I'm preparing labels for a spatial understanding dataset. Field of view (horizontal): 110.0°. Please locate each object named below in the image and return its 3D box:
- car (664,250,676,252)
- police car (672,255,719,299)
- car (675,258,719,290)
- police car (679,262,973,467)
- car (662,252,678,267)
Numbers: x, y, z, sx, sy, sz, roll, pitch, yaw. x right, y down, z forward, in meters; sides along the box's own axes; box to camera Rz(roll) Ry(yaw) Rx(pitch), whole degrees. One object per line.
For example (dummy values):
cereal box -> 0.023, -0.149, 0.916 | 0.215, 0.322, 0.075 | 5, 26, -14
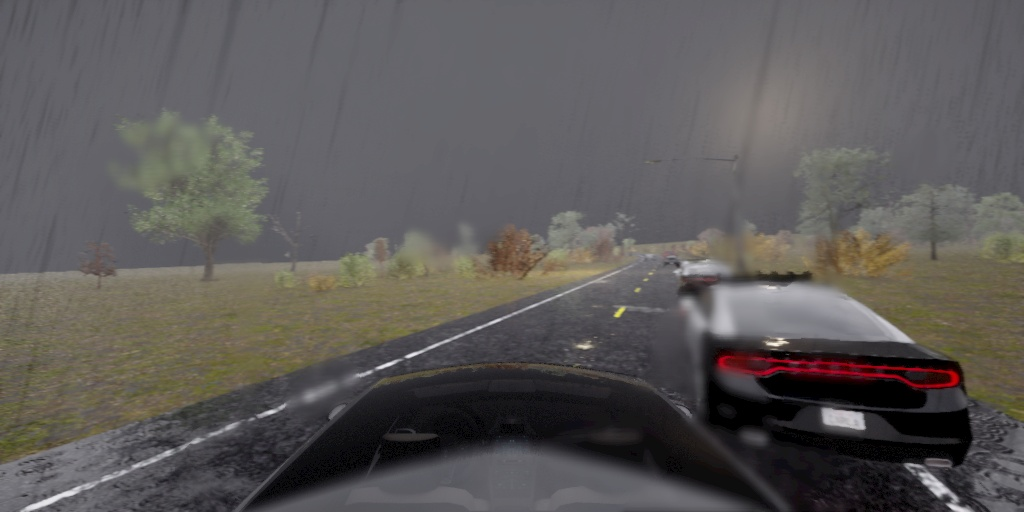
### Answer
car -> 25.666, 0.082, 58.290 | 2.150, 2.045, 5.566 | -3, 0, 23
police car -> 7.637, 0.914, 14.342 | 1.930, 1.638, 5.238 | -2, 0, 24
car -> 10.005, 0.937, 19.737 | 1.812, 1.442, 4.674 | -2, 0, 24
police car -> 3.624, 1.041, 5.181 | 1.930, 1.638, 5.238 | -2, 0, 24
car -> 20.026, 0.577, 45.087 | 1.837, 1.490, 4.892 | -2, 0, 24
